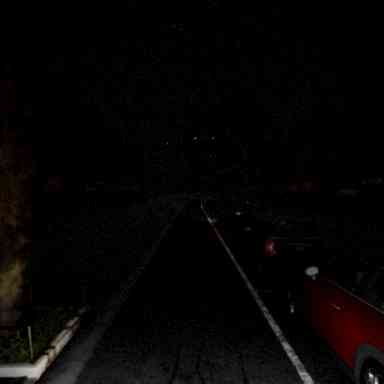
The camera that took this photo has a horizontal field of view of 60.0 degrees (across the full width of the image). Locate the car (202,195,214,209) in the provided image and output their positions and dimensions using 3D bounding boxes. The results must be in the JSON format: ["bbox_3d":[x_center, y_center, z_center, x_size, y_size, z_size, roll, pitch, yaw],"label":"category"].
[{"bbox_3d":[2.646,1.424,43.379,1.947,1.339,4.313,0,0,0],"label":"car"}]

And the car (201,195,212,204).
[{"bbox_3d":[2.649,1.281,60.186,1.752,1.417,4.829,0,0,0],"label":"car"}]

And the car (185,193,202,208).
[{"bbox_3d":[0.068,1.332,43.982,1.882,1.535,5.008,0,0,0],"label":"car"}]

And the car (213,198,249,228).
[{"bbox_3d":[2.754,1.308,21.842,2.097,1.767,4.553,0,0,0],"label":"car"}]

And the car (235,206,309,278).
[{"bbox_3d":[2.635,1.425,10.098,1.967,1.590,4.097,0,0,0],"label":"car"}]

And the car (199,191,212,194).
[{"bbox_3d":[2.648,1.105,54.469,2.192,1.841,5.009,0,0,0],"label":"car"}]

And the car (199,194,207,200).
[{"bbox_3d":[2.655,1.154,82.201,2.008,1.369,4.403,0,0,0],"label":"car"}]

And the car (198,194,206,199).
[{"bbox_3d":[2.656,1.127,87.747,1.947,1.339,4.313,0,0,0],"label":"car"}]

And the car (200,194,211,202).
[{"bbox_3d":[2.651,1.163,65.561,1.967,1.590,4.097,0,0,0],"label":"car"}]

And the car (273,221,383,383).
[{"bbox_3d":[2.634,1.434,4.551,1.967,1.590,4.097,0,0,0],"label":"car"}]
